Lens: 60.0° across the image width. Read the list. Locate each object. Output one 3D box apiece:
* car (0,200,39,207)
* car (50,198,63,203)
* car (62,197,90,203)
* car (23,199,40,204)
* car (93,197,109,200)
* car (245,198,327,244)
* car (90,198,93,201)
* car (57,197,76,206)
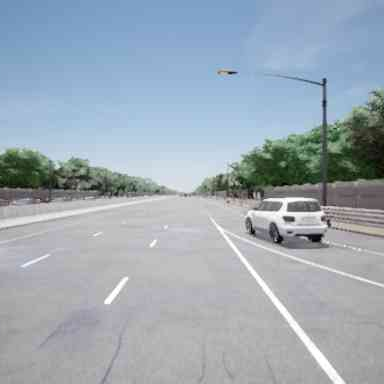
[{"bbox_3d":[-17.592,1.771,33.336,1.895,1.301,4.718,0,0,0],"label":"car"},{"bbox_3d":[-21.072,1.819,53.096,2.033,1.411,5.357,0,0,0],"label":"car"},{"bbox_3d":[-17.583,1.823,50.672,1.994,1.385,4.181,0,0,0],"label":"car"},{"bbox_3d":[-24.566,1.800,49.442,2.033,1.411,5.357,0,0,0],"label":"car"},{"bbox_3d":[-17.571,1.819,66.332,1.882,1.535,5.008,0,0,0],"label":"car"},{"bbox_3d":[4.452,1.314,16.573,2.150,2.045,5.566,0,0,-10],"label":"car"},{"bbox_3d":[-21.080,1.889,68.637,2.033,1.411,5.357,0,0,0],"label":"car"},{"bbox_3d":[-24.565,1.835,65.126,1.837,1.490,4.892,0,0,0],"label":"car"}]
